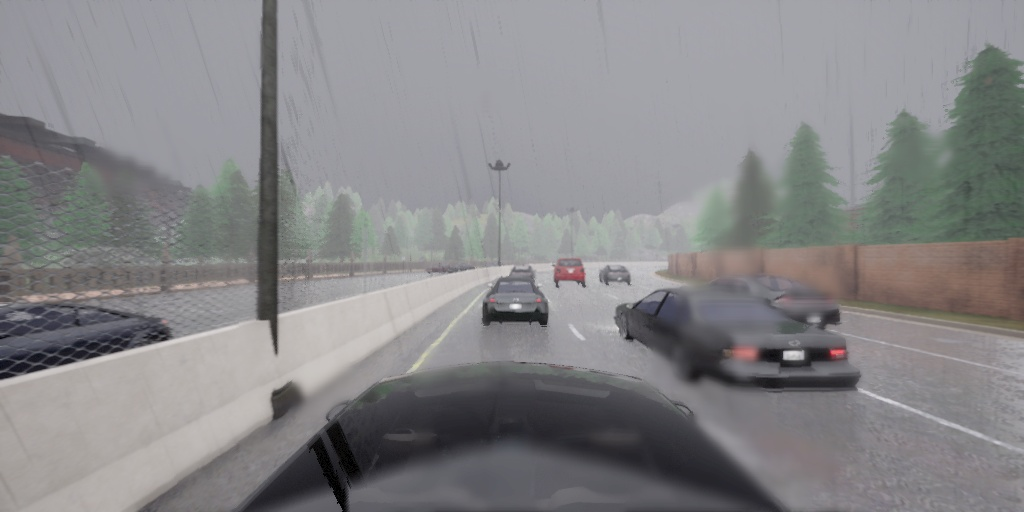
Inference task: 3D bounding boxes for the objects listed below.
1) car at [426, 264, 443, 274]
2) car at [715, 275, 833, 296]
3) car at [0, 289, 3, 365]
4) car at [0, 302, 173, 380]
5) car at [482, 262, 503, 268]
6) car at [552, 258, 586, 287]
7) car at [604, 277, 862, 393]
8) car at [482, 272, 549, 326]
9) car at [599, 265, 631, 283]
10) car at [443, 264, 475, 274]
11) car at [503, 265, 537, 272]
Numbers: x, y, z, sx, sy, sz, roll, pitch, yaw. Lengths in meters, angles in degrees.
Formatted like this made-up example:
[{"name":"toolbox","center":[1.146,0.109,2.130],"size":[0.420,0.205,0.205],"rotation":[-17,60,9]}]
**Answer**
[{"name":"car","center":[-9.530,1.699,47.523],"size":[1.895,1.301,4.718],"rotation":[0,0,16]},{"name":"car","center":[7.099,1.311,10.816],"size":[2.128,1.511,4.902],"rotation":[0,0,0]},{"name":"car","center":[-10.600,1.315,4.069],"size":[2.033,1.411,5.357],"rotation":[0,0,0]},{"name":"car","center":[-7.086,1.336,4.710],"size":[1.994,1.385,4.181],"rotation":[0,0,0]},{"name":"car","center":[-2.410,1.585,46.876],"size":[2.128,1.511,4.902],"rotation":[0,0,17]},{"name":"car","center":[4.266,1.164,26.981],"size":[2.150,2.045,5.566],"rotation":[0,0,6]},{"name":"car","center":[3.599,1.338,7.091],"size":[2.033,1.411,5.357],"rotation":[0,0,0]},{"name":"car","center":[0.100,1.392,12.008],"size":[1.994,1.385,4.181],"rotation":[0,0,0]},{"name":"car","center":[7.920,1.440,27.824],"size":[2.128,1.511,4.902],"rotation":[0,0,7]},{"name":"car","center":[-6.465,1.684,45.533],"size":[1.895,1.301,4.718],"rotation":[0,0,16]},{"name":"car","center":[0.880,1.440,27.829],"size":[2.128,1.511,4.902],"rotation":[0,0,6]}]
